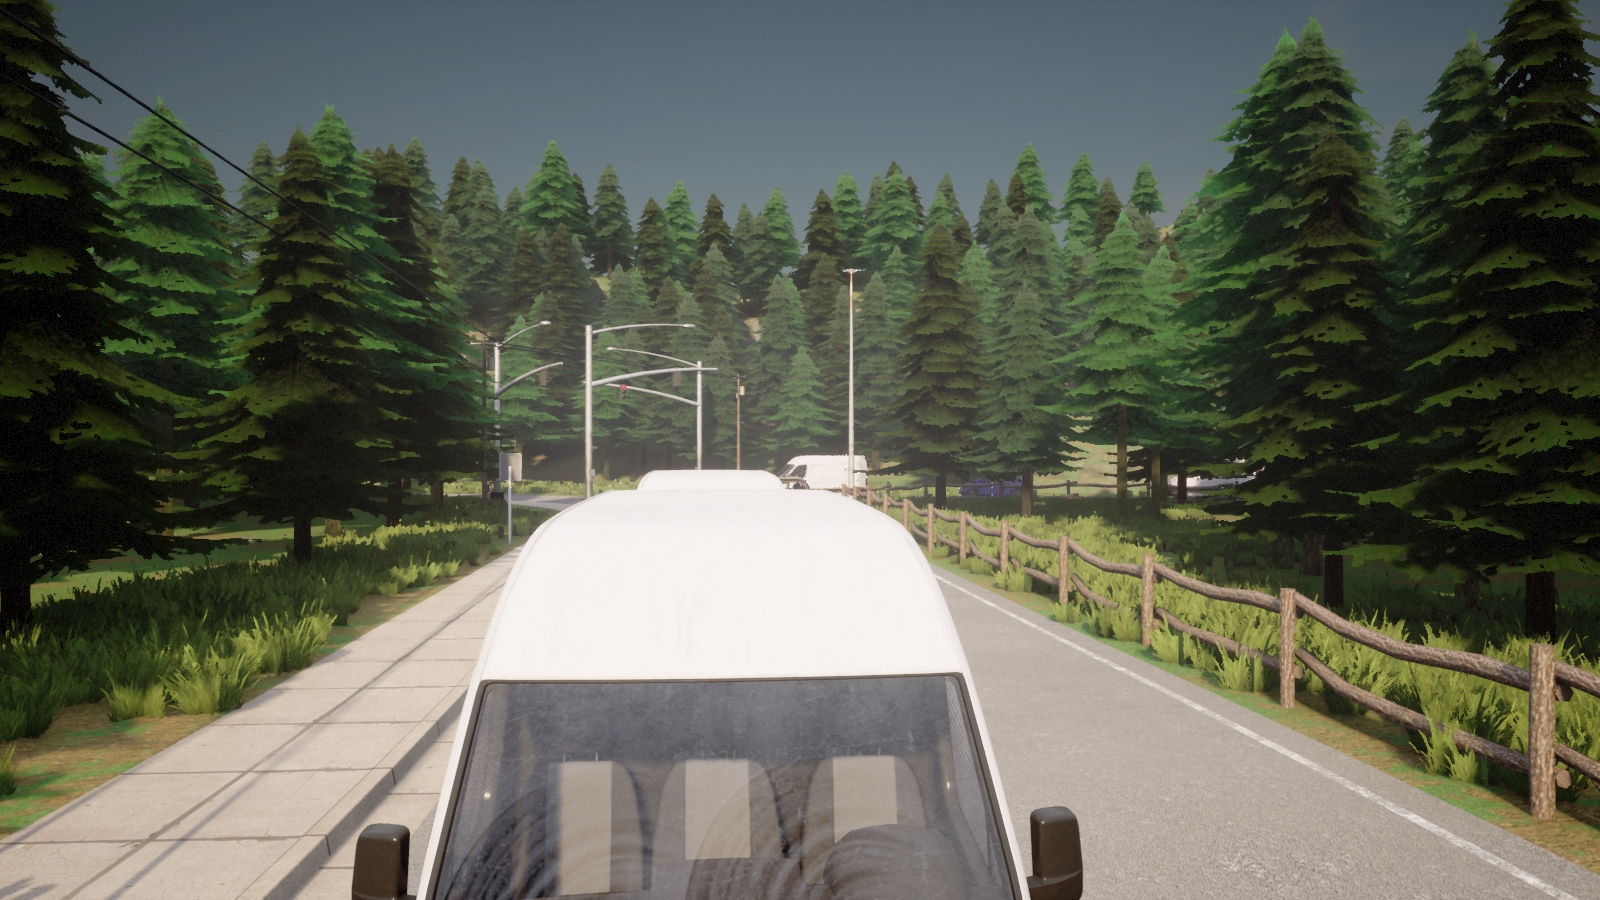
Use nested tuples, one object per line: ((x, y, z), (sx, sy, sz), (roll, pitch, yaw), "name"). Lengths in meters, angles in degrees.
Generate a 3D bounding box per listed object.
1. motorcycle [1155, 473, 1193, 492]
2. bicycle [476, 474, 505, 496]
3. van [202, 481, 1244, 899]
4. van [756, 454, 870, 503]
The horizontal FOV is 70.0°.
((24.991, 2.178, 76.382), (2.209, 1.251, 0.867), (0, 1, -3), "motorcycle")
((-18.746, 2.131, 69.281), (1.487, 1.276, 0.859), (0, 1, 25), "bicycle")
((-0.346, 1.499, 5.134), (1.988, 2.561, 5.915), (0, 0, -5), "van")
((0.725, 1.534, 62.921), (5.915, 2.561, 1.988), (0, 0, -20), "van")
